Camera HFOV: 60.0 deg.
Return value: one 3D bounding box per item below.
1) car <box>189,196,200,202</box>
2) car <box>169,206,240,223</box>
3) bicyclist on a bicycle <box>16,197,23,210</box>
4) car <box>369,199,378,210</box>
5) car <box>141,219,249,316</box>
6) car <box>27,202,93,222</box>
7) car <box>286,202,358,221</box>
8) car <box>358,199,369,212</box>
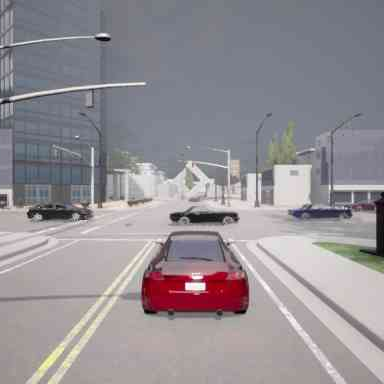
[{"bbox_3d":[0.661,1.594,76.958,1.895,1.301,4.718,0,0,12],"label":"car"},{"bbox_3d":[0.849,1.609,22.702,4.718,1.301,1.895,0,0,0],"label":"car"},{"bbox_3d":[-22.017,1.465,42.488,0.582,1.620,1.656,-1,0,0],"label":"bicyclist on a bicycle"},{"bbox_3d":[21.510,1.166,33.568,5.566,2.045,2.150,0,0,0],"label":"car"},{"bbox_3d":[0.067,1.564,7.616,1.994,1.385,4.181,0,0,0],"label":"car"},{"bbox_3d":[-10.288,1.557,26.109,4.892,1.490,1.837,0,0,0],"label":"car"},{"bbox_3d":[10.067,1.596,26.280,4.718,1.301,1.895,0,0,0],"label":"car"},{"bbox_3d":[19.833,1.502,37.071,5.357,1.411,2.033,0,0,-1],"label":"car"}]
